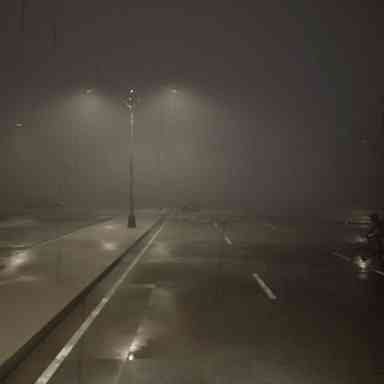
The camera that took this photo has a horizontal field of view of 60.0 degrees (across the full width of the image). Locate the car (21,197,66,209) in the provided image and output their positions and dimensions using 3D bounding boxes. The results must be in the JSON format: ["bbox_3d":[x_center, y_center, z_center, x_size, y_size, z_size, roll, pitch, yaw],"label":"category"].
[{"bbox_3d":[-19.249,1.569,42.834,4.718,1.301,1.895,0,0,0],"label":"car"}]

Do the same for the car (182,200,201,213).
[{"bbox_3d":[-0.031,1.537,37.056,1.994,1.385,4.181,0,0,4],"label":"car"}]

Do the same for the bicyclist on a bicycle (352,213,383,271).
[{"bbox_3d":[5.416,1.443,9.586,1.656,1.620,0.582,0,0,-2],"label":"bicyclist on a bicycle"}]
